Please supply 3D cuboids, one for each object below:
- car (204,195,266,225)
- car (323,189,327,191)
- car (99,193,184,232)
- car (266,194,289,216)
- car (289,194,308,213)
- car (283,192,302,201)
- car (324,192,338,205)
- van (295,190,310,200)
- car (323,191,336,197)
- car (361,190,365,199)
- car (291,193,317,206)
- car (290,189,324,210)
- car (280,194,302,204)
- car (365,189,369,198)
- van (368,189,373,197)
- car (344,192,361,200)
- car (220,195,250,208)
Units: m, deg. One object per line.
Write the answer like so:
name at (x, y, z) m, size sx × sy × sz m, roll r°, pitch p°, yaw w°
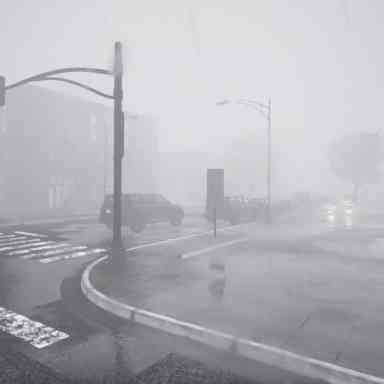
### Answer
car at (2.732, 1.093, 22.157) m, size 2.192 × 1.841 × 5.009 m, roll 1°, pitch 2°, yaw 35°
car at (27.377, 0.464, 72.494) m, size 1.967 × 1.590 × 4.097 m, roll 1°, pitch 2°, yaw 35°
car at (-2.708, 1.043, 19.043) m, size 2.150 × 2.045 × 5.566 m, roll 1°, pitch 1°, yaw 35°
car at (5.885, 1.151, 26.717) m, size 1.967 × 1.590 × 4.097 m, roll 1°, pitch 2°, yaw 35°
car at (9.039, 1.195, 31.278) m, size 2.008 × 1.369 × 4.403 m, roll 1°, pitch 2°, yaw 35°
car at (17.816, 0.758, 58.683) m, size 1.752 × 1.417 × 4.829 m, roll 1°, pitch 2°, yaw 35°
car at (18.502, 1.008, 44.951) m, size 1.947 × 1.339 × 4.313 m, roll 1°, pitch 2°, yaw 35°
van at (21.069, 0.503, 63.376) m, size 1.690 × 1.788 × 3.998 m, roll 1°, pitch 2°, yaw 35°
car at (33.684, 0.435, 81.612) m, size 2.008 × 1.369 × 4.403 m, roll 2°, pitch 2°, yaw 35°
car at (31.119, 0.749, 63.181) m, size 1.802 × 1.307 × 4.206 m, roll 1°, pitch 2°, yaw 35°
car at (15.046, 0.923, 44.604) m, size 1.882 × 1.535 × 5.008 m, roll 1°, pitch 1°, yaw 35°
car at (12.196, 0.892, 35.831) m, size 2.192 × 1.841 × 5.009 m, roll 1°, pitch 2°, yaw 35°
car at (14.823, 0.970, 49.650) m, size 1.895 × 1.301 × 4.718 m, roll 1°, pitch 1°, yaw 35°
car at (34.371, 0.621, 67.877) m, size 1.752 × 1.417 × 4.829 m, roll 1°, pitch 2°, yaw 35°
van at (40.585, 0.300, 76.849) m, size 1.690 × 1.788 × 3.998 m, roll 1°, pitch 2°, yaw 35°
car at (27.965, 0.787, 58.623) m, size 2.008 × 1.369 × 4.403 m, roll 1°, pitch 2°, yaw 35°
car at (5.295, 1.068, 40.594) m, size 1.947 × 1.339 × 4.313 m, roll 1°, pitch 2°, yaw 35°
